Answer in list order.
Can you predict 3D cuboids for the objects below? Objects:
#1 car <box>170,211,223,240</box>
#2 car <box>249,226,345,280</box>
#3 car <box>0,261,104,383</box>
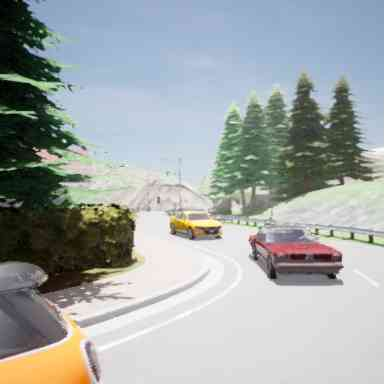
[{"bbox_3d":[0.156,1.926,20.385,1.882,1.535,5.008,0,-1,-22],"label":"car"},{"bbox_3d":[3.102,1.804,10.769,1.895,1.301,4.718,-1,-1,2],"label":"car"},{"bbox_3d":[-2.905,1.436,2.051,4.553,1.767,2.097,0,-1,-37],"label":"car"}]
